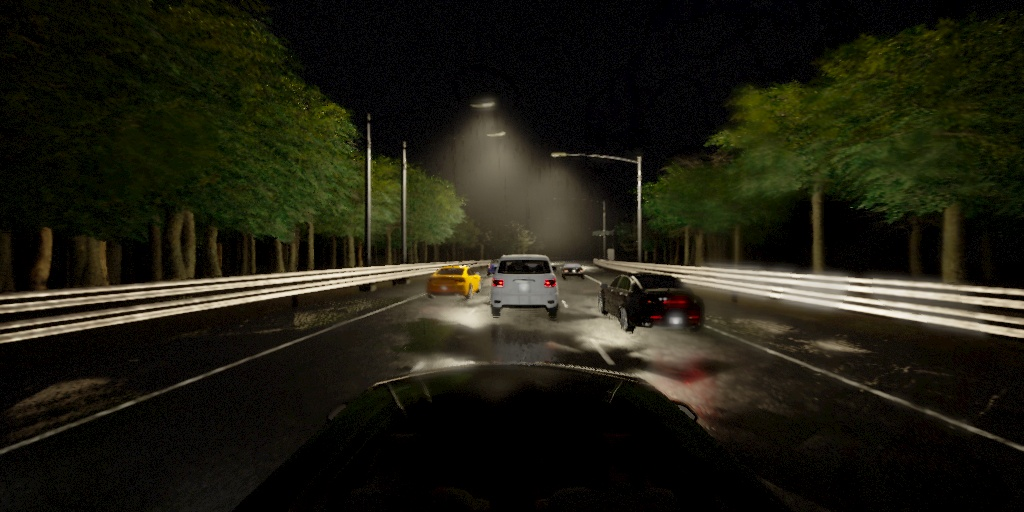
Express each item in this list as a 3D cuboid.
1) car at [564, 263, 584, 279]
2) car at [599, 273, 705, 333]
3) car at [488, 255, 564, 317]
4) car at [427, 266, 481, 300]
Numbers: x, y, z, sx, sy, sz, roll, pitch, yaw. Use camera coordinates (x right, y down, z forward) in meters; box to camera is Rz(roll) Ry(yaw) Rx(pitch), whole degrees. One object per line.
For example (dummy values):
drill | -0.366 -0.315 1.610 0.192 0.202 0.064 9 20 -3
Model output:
car | 5.378 1.288 32.175 2.033 1.411 5.357 0 0 6
car | 3.879 1.245 10.694 1.837 1.490 4.892 0 0 2
car | 0.486 0.973 13.275 2.150 2.045 5.566 0 0 3
car | -2.752 1.241 17.909 1.882 1.535 5.008 0 0 3
